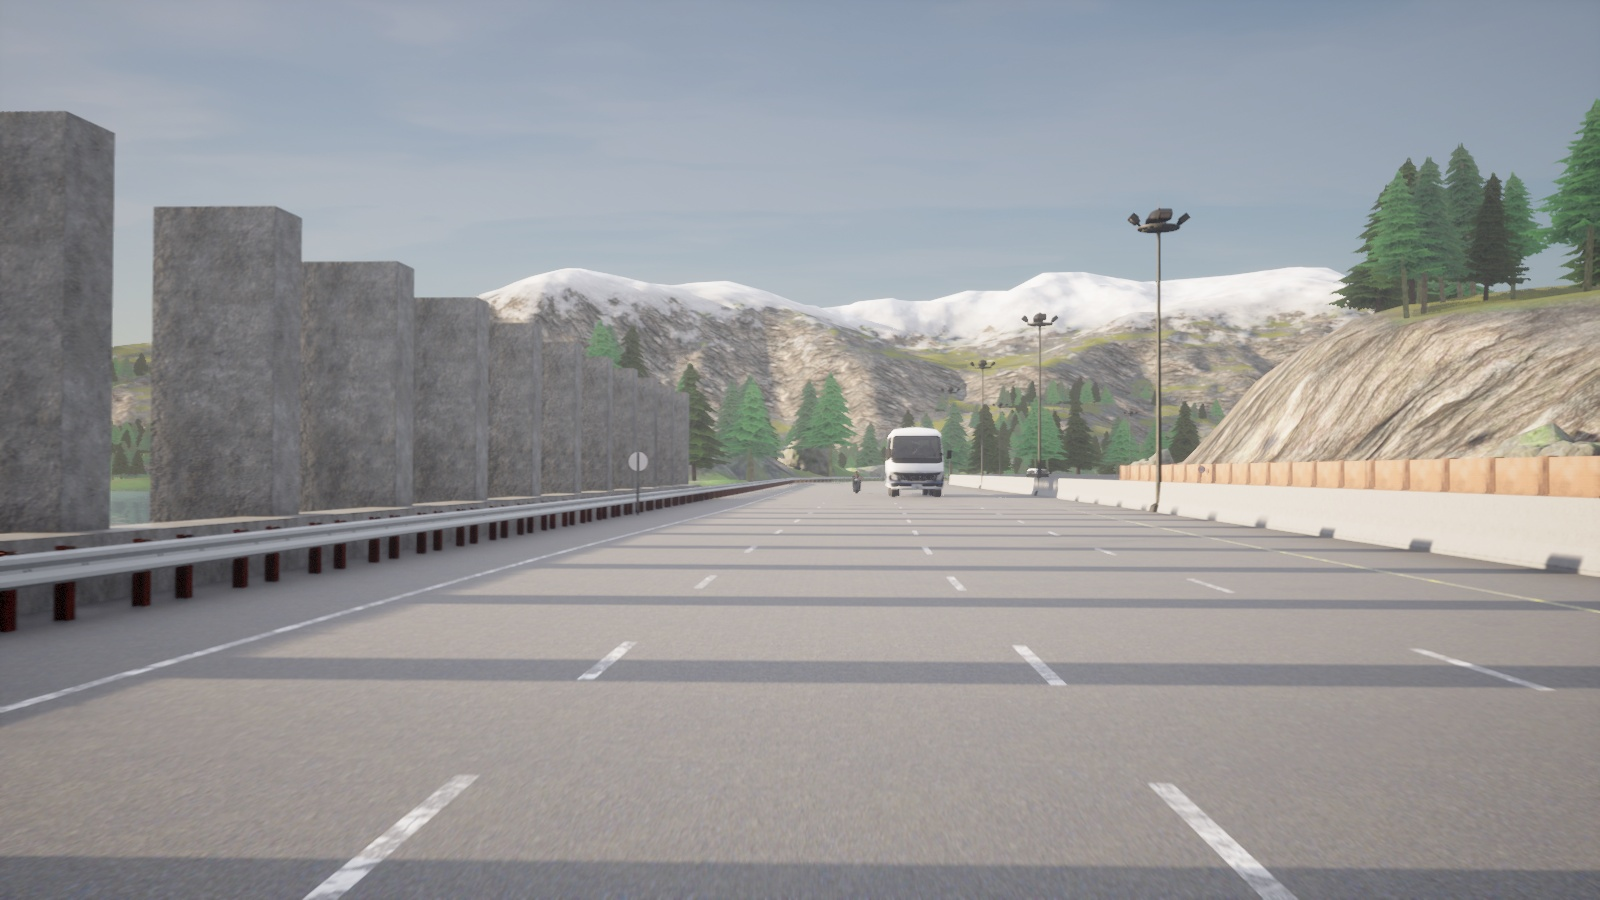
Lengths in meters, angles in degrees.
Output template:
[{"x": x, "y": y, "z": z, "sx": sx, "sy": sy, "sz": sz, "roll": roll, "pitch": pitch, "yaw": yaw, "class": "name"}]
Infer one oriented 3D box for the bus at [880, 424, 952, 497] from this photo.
[{"x": 7.123, "y": 0.724, "z": 78.637, "sx": 3.944, "sy": 4.253, "sz": 10.273, "roll": 0, "pitch": -1, "yaw": 2, "class": "bus"}]
